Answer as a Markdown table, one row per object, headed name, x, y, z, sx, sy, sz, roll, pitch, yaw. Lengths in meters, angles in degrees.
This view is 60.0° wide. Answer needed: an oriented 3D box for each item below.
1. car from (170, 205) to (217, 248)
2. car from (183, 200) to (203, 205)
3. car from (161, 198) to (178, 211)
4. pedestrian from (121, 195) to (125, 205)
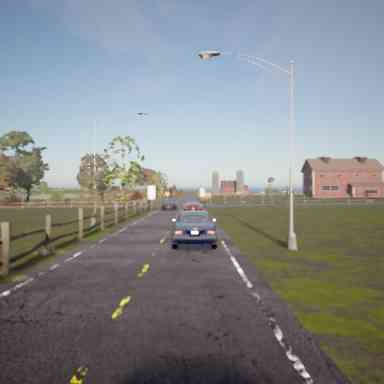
| name | x | y | z | sx | sy | sz | roll | pitch | yaw |
| --- | --- | --- | --- | --- | --- | --- | --- | --- | --- |
| car | 0.100 | 1.546 | 14.806 | 2.033 | 1.411 | 5.357 | 0 | 0 | 0 |
| car | 0.100 | 1.524 | 31.582 | 1.812 | 1.442 | 4.674 | 0 | 0 | 0 |
| car | -2.752 | 1.481 | 41.316 | 1.882 | 1.535 | 5.008 | 0 | 0 | 0 |
| pedestrian | -12.157 | 1.418 | 58.199 | 0.375 | 1.860 | 0.375 | 0 | 1 | 0 |
